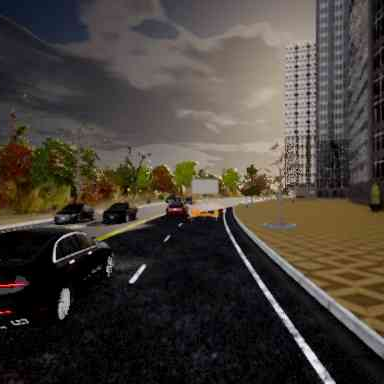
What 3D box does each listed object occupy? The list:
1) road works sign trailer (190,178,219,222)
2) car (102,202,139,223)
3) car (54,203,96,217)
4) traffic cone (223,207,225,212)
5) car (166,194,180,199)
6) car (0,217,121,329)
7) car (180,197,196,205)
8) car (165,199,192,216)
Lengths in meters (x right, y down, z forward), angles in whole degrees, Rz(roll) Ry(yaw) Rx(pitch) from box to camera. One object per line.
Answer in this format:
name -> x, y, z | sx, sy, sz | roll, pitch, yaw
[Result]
road works sign trailer -> 1.082, 0.590, 28.115 | 2.380, 3.560, 2.880 | 0, 0, 5
car -> -5.579, 1.576, 26.472 | 1.882, 1.535, 5.008 | 0, 0, 4
car -> -8.891, 1.610, 25.708 | 1.812, 1.442, 4.674 | 0, 0, 4
traffic cone -> 3.888, 2.145, 40.904 | 0.340, 0.580, 0.340 | 0, 0, 5
car -> -3.699, 1.494, 66.584 | 2.150, 2.045, 5.566 | 0, 0, 10
car -> -3.063, 1.527, 7.087 | 1.837, 1.490, 4.892 | 0, 0, 1
car -> -0.505, 1.780, 65.988 | 1.837, 1.490, 4.892 | 0, 0, 11
car -> -1.452, 1.710, 34.659 | 1.994, 1.385, 4.181 | 0, 0, 6
